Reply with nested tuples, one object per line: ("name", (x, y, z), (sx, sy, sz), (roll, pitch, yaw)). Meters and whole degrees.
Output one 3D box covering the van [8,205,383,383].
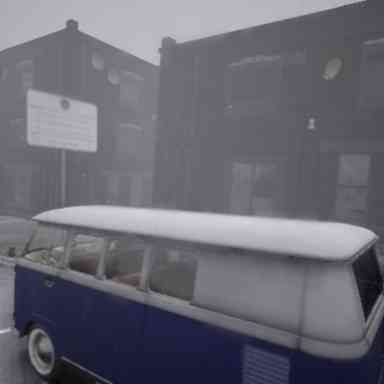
("van", (-0.341, 1.201, 3.795), (4.442, 1.987, 1.878), (2, 1, 36))
